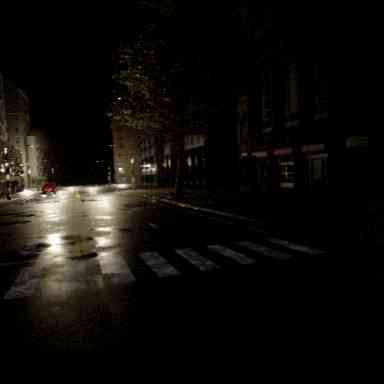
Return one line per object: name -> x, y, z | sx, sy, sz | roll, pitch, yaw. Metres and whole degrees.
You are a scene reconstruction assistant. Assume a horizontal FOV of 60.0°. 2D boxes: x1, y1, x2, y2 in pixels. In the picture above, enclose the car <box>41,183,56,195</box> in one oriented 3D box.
car -> -26.469, -0.627, 61.568 | 2.150, 2.045, 5.566 | -4, 3, -19
